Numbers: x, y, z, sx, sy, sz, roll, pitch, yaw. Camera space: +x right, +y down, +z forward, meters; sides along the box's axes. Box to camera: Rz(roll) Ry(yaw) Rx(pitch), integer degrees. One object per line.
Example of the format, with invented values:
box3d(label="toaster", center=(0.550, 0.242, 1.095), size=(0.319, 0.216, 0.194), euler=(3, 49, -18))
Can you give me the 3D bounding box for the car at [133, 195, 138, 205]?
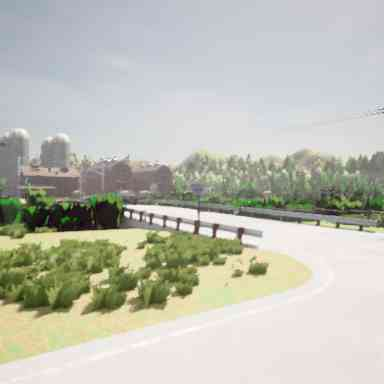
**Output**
box3d(label="car", center=(-8.225, 0.856, 40.156), size=(1.837, 1.490, 4.892), euler=(0, -1, -35))
